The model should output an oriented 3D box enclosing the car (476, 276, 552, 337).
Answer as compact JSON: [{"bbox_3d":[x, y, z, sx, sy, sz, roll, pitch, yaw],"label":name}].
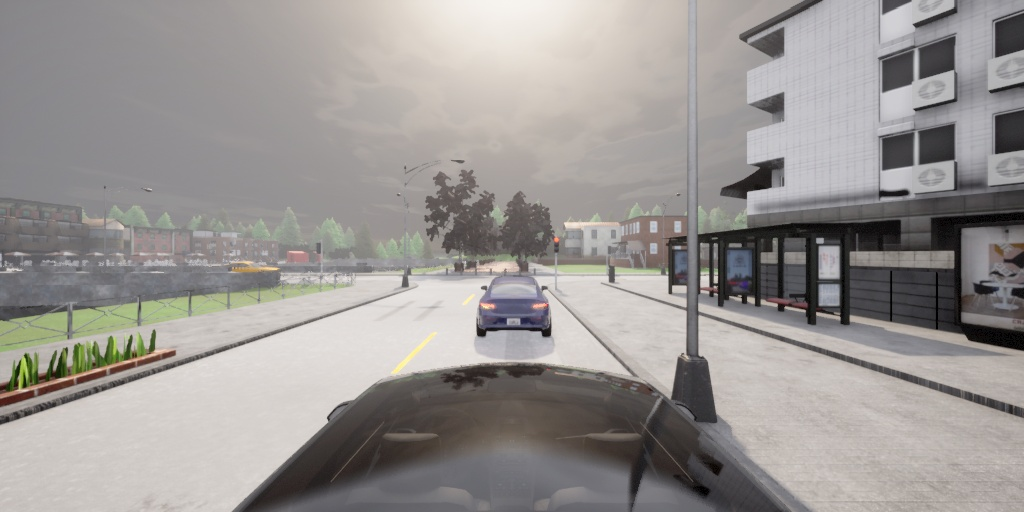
[{"bbox_3d":[0.063,1.276,10.161,1.812,1.442,4.674,0,0,1],"label":"car"}]

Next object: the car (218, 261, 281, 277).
[{"bbox_3d":[-22.299,1.227,30.348,5.008,1.535,1.882,0,0,0],"label":"car"}]

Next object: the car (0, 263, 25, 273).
[{"bbox_3d":[-44.444,1.275,30.445,4.674,1.442,1.812,0,0,0],"label":"car"}]
